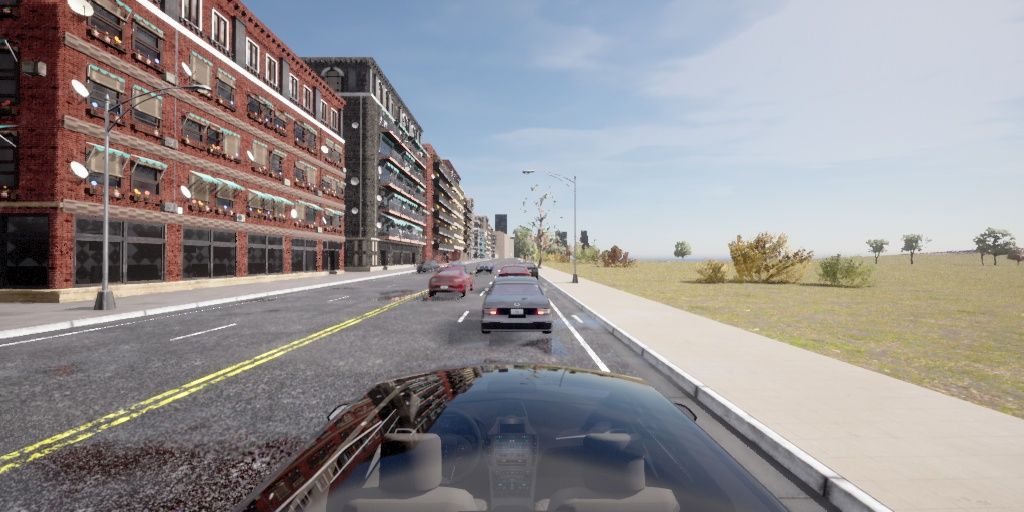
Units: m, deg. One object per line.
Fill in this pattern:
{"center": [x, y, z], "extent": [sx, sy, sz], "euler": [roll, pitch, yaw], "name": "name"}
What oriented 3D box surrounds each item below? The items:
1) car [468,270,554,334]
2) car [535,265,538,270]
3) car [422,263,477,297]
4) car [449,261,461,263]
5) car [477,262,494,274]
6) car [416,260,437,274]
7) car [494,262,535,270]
{"center": [0.121, 1.299, 10.596], "extent": [2.033, 1.411, 5.357], "euler": [0, 0, 0], "name": "car"}
{"center": [1.210, 1.232, 30.573], "extent": [1.882, 1.535, 5.008], "euler": [0, 0, 0], "name": "car"}
{"center": [-3.108, 1.278, 18.808], "extent": [1.812, 1.442, 4.674], "euler": [0, 0, 0], "name": "car"}
{"center": [-6.500, 1.300, 41.330], "extent": [2.033, 1.411, 5.357], "euler": [0, 0, 0], "name": "car"}
{"center": [-3.048, 1.354, 41.758], "extent": [1.895, 1.301, 4.718], "euler": [0, 0, 0], "name": "car"}
{"center": [-9.749, 1.258, 41.705], "extent": [1.837, 1.490, 4.892], "euler": [0, 0, 0], "name": "car"}
{"center": [0.151, 1.231, 21.136], "extent": [1.882, 1.535, 5.008], "euler": [0, 0, 0], "name": "car"}
